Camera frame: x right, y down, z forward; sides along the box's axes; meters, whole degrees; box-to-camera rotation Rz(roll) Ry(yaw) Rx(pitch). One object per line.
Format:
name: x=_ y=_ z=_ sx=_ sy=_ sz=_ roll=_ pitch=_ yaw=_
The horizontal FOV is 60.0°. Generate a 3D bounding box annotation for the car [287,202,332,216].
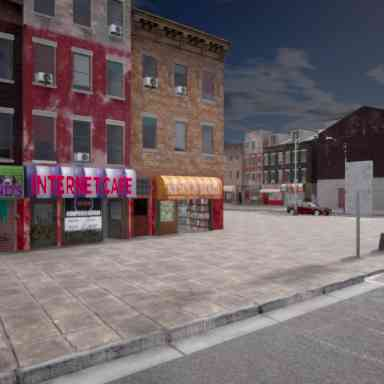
car: x=11.501 y=1.629 z=32.806 sx=1.887 sy=1.381 sz=4.507 roll=-1 pitch=0 yaw=-36
